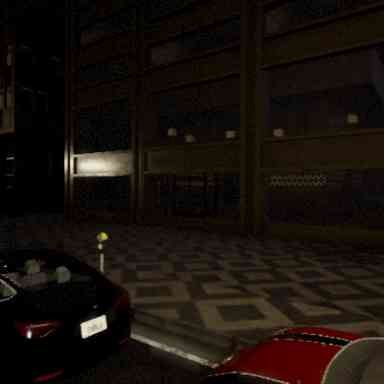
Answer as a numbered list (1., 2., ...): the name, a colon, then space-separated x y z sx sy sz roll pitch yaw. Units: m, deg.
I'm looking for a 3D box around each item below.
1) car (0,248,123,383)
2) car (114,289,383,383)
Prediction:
1. car: -2.793 1.532 4.953 4.313 1.339 1.947 0 0 36
2. car: 1.767 1.444 1.699 4.097 1.590 1.967 0 0 36
